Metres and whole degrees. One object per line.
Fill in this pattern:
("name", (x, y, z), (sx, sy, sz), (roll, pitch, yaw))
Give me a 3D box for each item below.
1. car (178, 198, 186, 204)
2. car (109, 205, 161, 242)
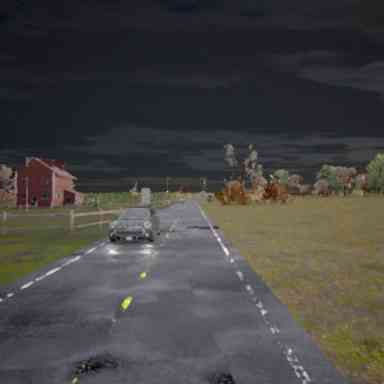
("car", (-2.709, 2.446, 89.767), (1.882, 1.535, 5.008), (0, -1, 0))
("car", (-2.839, 1.534, 17.322), (2.097, 1.767, 4.553), (0, -1, 0))
